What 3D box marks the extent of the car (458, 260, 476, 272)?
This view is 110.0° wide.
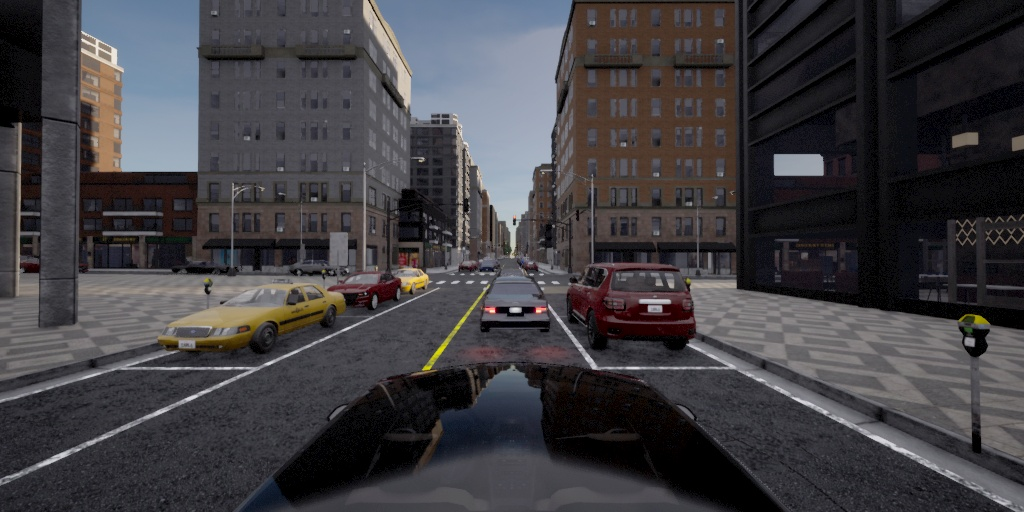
[{"bbox_3d":[-5.984,1.305,47.317,1.888,1.381,4.507,0,0,0],"label":"car"}]

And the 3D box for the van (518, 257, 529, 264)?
[{"bbox_3d":[2.495,1.107,64.352,1.690,1.789,3.998,0,0,0],"label":"van"}]

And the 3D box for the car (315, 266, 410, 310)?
[{"bbox_3d":[-5.893,1.298,14.673,1.888,1.381,4.507,0,0,0],"label":"car"}]

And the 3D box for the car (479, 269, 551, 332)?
[{"bbox_3d":[0.066,1.299,10.795,2.033,1.411,5.357,0,0,0],"label":"car"}]

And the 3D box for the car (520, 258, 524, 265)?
[{"bbox_3d":[2.526,1.344,53.005,1.802,1.307,4.207,0,0,0],"label":"car"}]

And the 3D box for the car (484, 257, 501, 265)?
[{"bbox_3d":[-3.234,1.327,56.613,1.994,1.385,4.181,0,0,0],"label":"car"}]

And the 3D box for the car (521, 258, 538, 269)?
[{"bbox_3d":[2.542,1.342,47.332,1.802,1.307,4.207,0,0,0],"label":"car"}]

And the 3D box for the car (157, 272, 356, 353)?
[{"bbox_3d":[-5.877,1.277,8.879,1.751,1.417,4.829,0,0,0],"label":"car"}]

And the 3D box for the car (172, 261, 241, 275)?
[{"bbox_3d":[-26.740,1.112,31.482,4.718,1.301,1.895,1,-1,0],"label":"car"}]

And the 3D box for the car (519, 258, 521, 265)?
[{"bbox_3d":[2.510,1.346,58.679,1.802,1.307,4.207,0,0,0],"label":"car"}]

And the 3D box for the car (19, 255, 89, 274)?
[{"bbox_3d":[-40.410,0.865,31.541,5.008,1.535,1.882,1,-1,0],"label":"car"}]

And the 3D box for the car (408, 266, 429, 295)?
[{"bbox_3d":[-5.908,1.279,20.128,1.751,1.417,4.829,0,0,0],"label":"car"}]

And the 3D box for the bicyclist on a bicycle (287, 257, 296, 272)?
[{"bbox_3d":[-23.112,0.909,37.711,0.582,1.620,1.656,0,0,0],"label":"bicyclist on a bicycle"}]

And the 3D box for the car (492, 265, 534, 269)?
[{"bbox_3d":[0.018,1.355,20.522,1.895,1.301,4.718,0,0,0],"label":"car"}]

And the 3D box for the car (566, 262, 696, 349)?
[{"bbox_3d":[2.649,1.066,9.064,2.192,1.841,5.009,0,0,0],"label":"car"}]

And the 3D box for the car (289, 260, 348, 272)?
[{"bbox_3d":[-16.843,1.092,31.449,4.902,1.511,2.128,1,-1,0],"label":"car"}]

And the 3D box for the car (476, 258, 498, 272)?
[{"bbox_3d":[-3.249,1.308,46.757,2.033,1.411,5.357,0,0,-4],"label":"car"}]
